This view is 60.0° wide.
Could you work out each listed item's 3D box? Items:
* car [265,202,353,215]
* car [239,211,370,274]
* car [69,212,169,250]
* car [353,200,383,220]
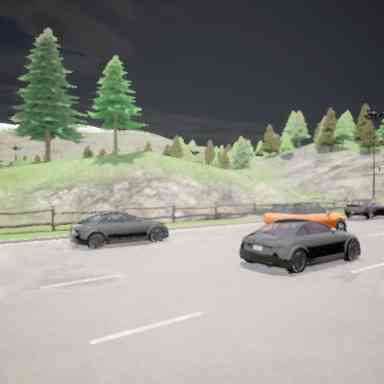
[{"bbox_3d":[5.547,1.299,16.305,4.553,1.767,2.097,0,0,-36],"label":"car"},{"bbox_3d":[3.484,1.531,10.533,4.181,1.385,1.994,0,0,-36],"label":"car"},{"bbox_3d":[-3.100,1.543,14.434,4.181,1.385,1.994,0,0,-36],"label":"car"},{"bbox_3d":[14.244,1.389,26.810,4.902,1.511,2.128,0,0,-36],"label":"car"}]
